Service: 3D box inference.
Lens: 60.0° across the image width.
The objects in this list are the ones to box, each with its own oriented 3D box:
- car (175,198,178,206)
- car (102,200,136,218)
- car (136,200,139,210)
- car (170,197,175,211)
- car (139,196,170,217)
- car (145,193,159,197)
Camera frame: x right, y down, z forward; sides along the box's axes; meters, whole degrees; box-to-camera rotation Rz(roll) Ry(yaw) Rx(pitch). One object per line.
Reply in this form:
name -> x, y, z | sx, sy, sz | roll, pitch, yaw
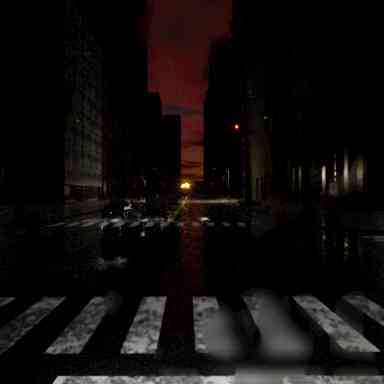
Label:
car -> -3.400, 1.534, 55.115 | 1.994, 1.385, 4.181 | 0, 0, 1
car -> -6.653, 1.487, 29.766 | 1.837, 1.490, 4.892 | 0, 0, 1
car -> -6.651, 1.578, 39.158 | 1.895, 1.301, 4.718 | 0, 0, 0
car -> -3.406, 1.503, 40.402 | 1.812, 1.442, 4.674 | 0, 0, 0
car -> -3.387, 1.459, 31.057 | 1.882, 1.535, 5.008 | 0, 0, 0
car -> -6.642, 1.193, 56.486 | 2.150, 2.045, 5.566 | 0, 0, 0
